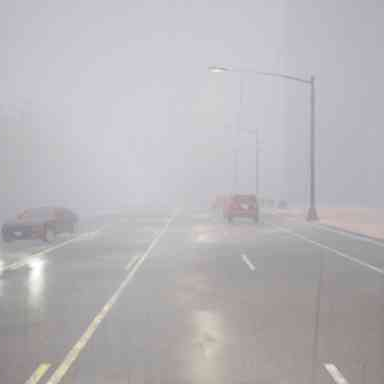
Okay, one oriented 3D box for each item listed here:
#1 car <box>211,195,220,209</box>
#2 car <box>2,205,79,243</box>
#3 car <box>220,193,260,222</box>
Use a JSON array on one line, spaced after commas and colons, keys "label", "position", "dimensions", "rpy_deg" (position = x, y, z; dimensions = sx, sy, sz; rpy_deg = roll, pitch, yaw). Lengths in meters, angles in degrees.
[{"label": "car", "position": [3.609, 1.170, 42.242], "dimensions": [2.097, 1.767, 4.553], "rpy_deg": [0, 0, 0]}, {"label": "car", "position": [-7.050, 1.409, 15.998], "dimensions": [1.882, 1.535, 5.008], "rpy_deg": [0, 0, 1]}, {"label": "car", "position": [3.598, 1.115, 24.992], "dimensions": [2.150, 2.045, 5.566], "rpy_deg": [0, 0, 0]}]
